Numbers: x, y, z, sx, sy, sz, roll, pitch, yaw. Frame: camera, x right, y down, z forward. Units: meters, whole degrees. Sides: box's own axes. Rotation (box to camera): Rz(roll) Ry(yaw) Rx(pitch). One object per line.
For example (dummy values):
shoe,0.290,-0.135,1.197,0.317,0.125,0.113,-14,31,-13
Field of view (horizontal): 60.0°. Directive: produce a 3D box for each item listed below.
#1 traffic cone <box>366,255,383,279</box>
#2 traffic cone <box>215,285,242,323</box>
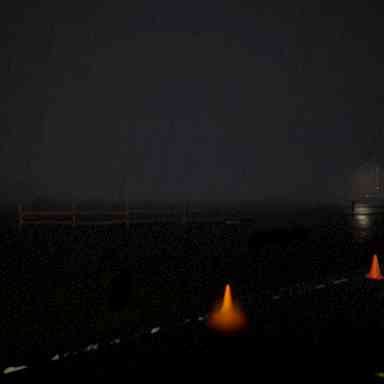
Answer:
traffic cone,4.818,1.941,8.737,0.340,0.580,0.340,0,0,-34
traffic cone,0.645,1.948,5.914,0.340,0.580,0.340,0,0,-35
